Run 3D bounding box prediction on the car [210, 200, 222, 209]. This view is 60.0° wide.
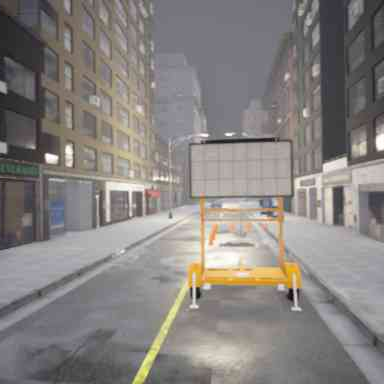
[{"bbox_3d":[4.135,2.071,56.330,1.812,1.442,4.674,-1,-1,7],"label":"car"}]

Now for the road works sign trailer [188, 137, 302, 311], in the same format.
[{"bbox_3d":[1.167,0.537,7.976,2.380,3.560,2.880,-1,-1,7],"label":"road works sign trailer"}]
